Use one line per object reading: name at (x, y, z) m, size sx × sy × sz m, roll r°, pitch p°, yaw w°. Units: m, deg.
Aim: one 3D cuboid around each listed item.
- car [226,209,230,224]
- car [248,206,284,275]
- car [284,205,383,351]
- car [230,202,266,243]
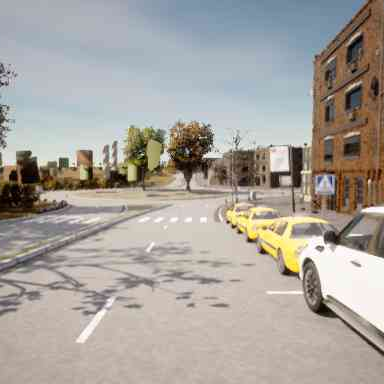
car at (3.235, 1.421, 21.154) m, size 1.946 × 1.575 × 5.366 m, roll 0°, pitch 0°, yaw 0°
car at (3.225, 1.420, 10.107) m, size 1.946 × 1.575 × 5.366 m, roll 0°, pitch 0°, yaw 0°
car at (3.222, 1.172, 4.298) m, size 2.435 × 2.045 × 5.566 m, roll 0°, pitch 0°, yaw 0°
car at (3.225, 1.419, 15.631) m, size 1.946 × 1.575 × 5.366 m, roll 0°, pitch 0°, yaw 0°
